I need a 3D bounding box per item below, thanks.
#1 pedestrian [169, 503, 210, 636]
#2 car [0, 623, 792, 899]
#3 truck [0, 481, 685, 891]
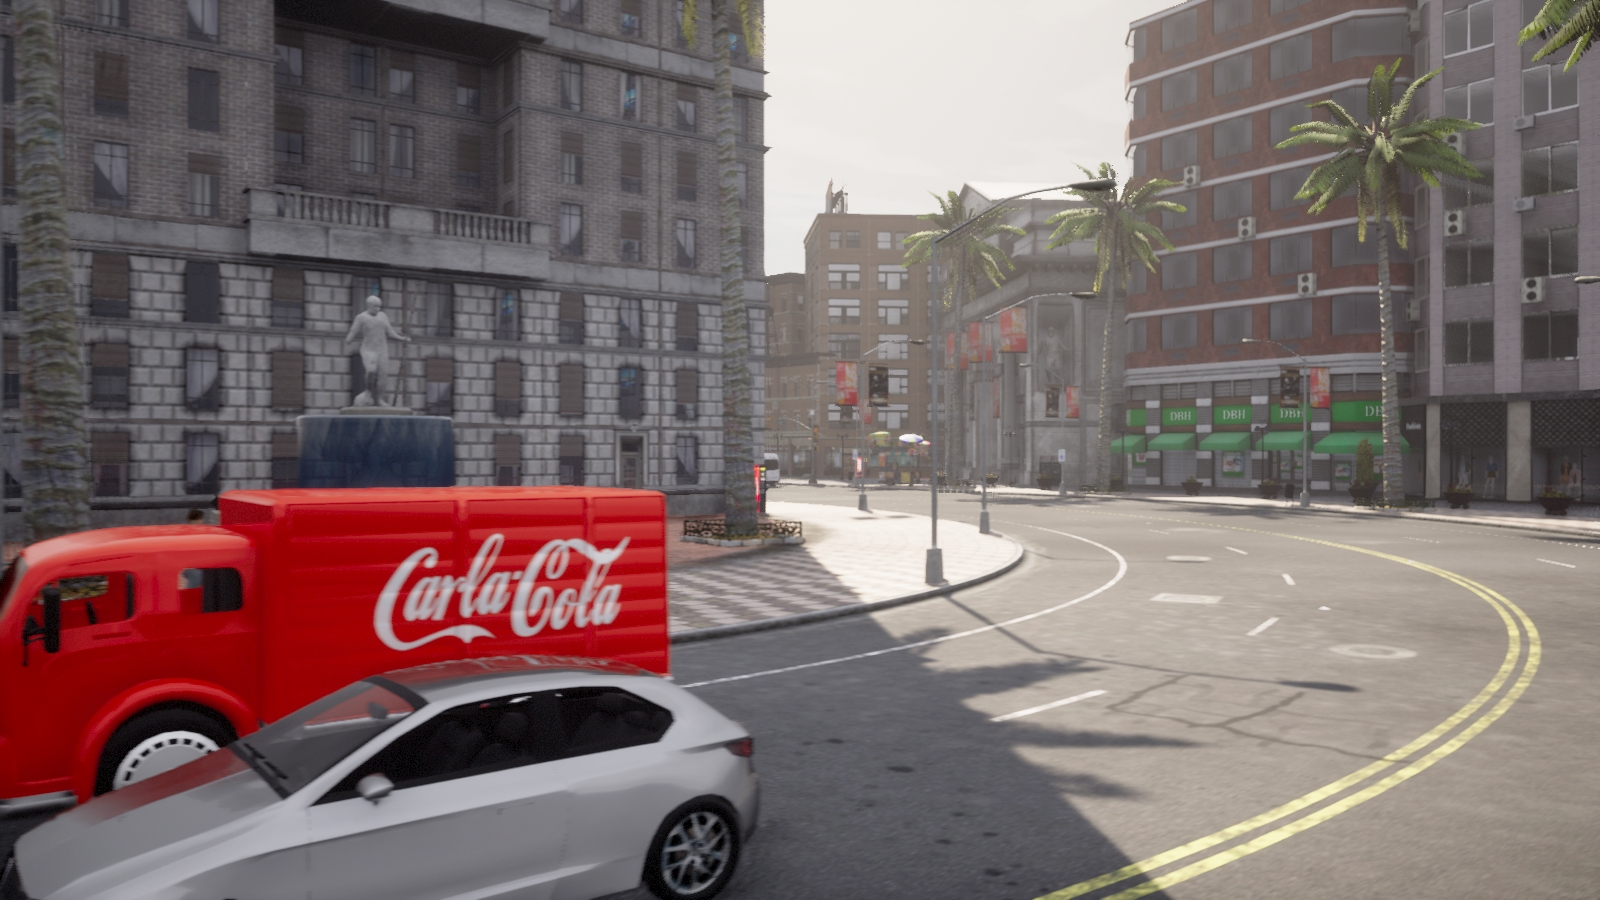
[{"bbox_3d":[-8.740,1.696,16.360,0.375,1.860,0.375,0,0,22],"label":"pedestrian"},{"bbox_3d":[-2.263,2.066,6.803,4.193,1.474,1.816,0,0,-38],"label":"car"},{"bbox_3d":[-3.904,1.568,9.790,5.204,2.467,2.627,0,0,-37],"label":"truck"}]
